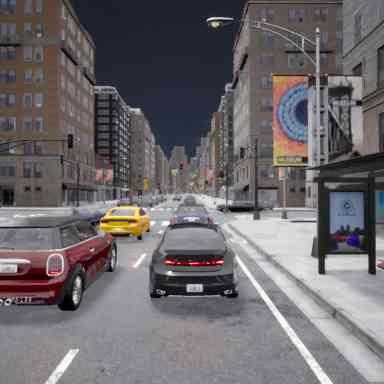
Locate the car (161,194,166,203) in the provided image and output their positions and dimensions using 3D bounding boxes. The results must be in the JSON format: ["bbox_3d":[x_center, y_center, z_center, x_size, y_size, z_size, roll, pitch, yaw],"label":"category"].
[{"bbox_3d":[-6.968,1.586,68.919,1.994,1.385,4.181,0,0,0],"label":"car"}]

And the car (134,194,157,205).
[{"bbox_3d":[-6.940,1.373,50.335,2.097,1.767,4.553,0,0,0],"label":"car"}]

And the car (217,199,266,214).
[{"bbox_3d":[4.971,1.662,35.383,4.718,1.301,1.895,0,-1,-7],"label":"car"}]

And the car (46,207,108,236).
[{"bbox_3d":[-6.524,1.613,19.446,1.895,1.301,4.718,0,0,2],"label":"car"}]

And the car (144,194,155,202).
[{"bbox_3d":[-10.295,1.375,80.544,2.097,1.767,4.553,0,0,0],"label":"car"}]

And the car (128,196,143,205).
[{"bbox_3d":[-10.230,1.526,60.182,1.837,1.490,4.892,0,0,0],"label":"car"}]

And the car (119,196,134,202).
[{"bbox_3d":[-10.197,1.585,51.362,1.994,1.385,4.181,0,0,0],"label":"car"}]

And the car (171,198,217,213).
[{"bbox_3d":[-0.033,1.360,17.433,2.097,1.767,4.553,0,0,0],"label":"car"}]

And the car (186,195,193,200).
[{"bbox_3d":[-0.623,1.488,92.409,1.882,1.535,5.008,0,0,0],"label":"car"}]

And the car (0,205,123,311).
[{"bbox_3d":[-3.220,1.355,7.927,2.097,1.767,4.553,0,0,-1],"label":"car"}]

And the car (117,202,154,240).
[{"bbox_3d":[-3.279,1.485,17.055,1.882,1.535,5.008,0,0,-1],"label":"car"}]

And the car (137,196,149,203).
[{"bbox_3d":[-10.227,1.617,70.230,1.895,1.301,4.718,0,0,0],"label":"car"}]

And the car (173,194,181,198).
[{"bbox_3d":[-3.804,1.607,82.001,1.895,1.301,4.718,0,0,0],"label":"car"}]

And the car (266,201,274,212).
[{"bbox_3d":[7.146,1.609,39.191,4.902,1.511,2.128,0,-1,4],"label":"car"}]

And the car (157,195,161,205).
[{"bbox_3d":[-6.986,1.547,58.911,1.812,1.442,4.674,0,0,0],"label":"car"}]

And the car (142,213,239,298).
[{"bbox_3d":[0.024,1.508,8.497,1.837,1.490,4.892,0,0,-1],"label":"car"}]

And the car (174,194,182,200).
[{"bbox_3d":[-3.870,1.368,91.973,2.128,1.511,4.902,0,0,0],"label":"car"}]

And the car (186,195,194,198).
[{"bbox_3d":[-0.317,1.514,59.409,2.128,1.511,4.902,0,0,0],"label":"car"}]
